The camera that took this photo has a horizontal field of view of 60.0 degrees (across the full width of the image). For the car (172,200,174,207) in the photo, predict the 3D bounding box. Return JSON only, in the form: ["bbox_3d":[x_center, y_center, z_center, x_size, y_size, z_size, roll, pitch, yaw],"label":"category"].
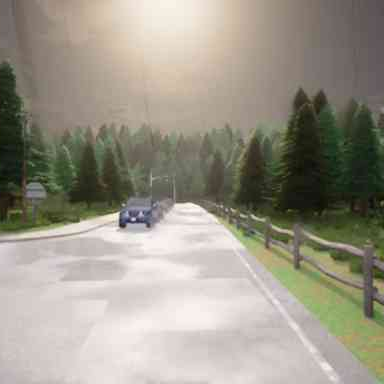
[{"bbox_3d":[-4.031,2.017,51.899,1.895,1.301,4.718,0,0,-2],"label":"car"}]

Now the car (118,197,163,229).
[{"bbox_3d":[-3.646,1.411,23.841,2.150,2.045,5.566,0,-1,1],"label":"car"}]

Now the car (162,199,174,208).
[{"bbox_3d":[-4.251,2.007,59.921,1.837,1.490,4.892,0,0,-2],"label":"car"}]

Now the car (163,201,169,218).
[{"bbox_3d":[-3.536,1.807,30.829,1.994,1.385,4.181,0,0,0],"label":"car"}]

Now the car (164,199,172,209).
[{"bbox_3d":[-3.804,1.854,40.913,1.812,1.442,4.674,0,-1,-2],"label":"car"}]
